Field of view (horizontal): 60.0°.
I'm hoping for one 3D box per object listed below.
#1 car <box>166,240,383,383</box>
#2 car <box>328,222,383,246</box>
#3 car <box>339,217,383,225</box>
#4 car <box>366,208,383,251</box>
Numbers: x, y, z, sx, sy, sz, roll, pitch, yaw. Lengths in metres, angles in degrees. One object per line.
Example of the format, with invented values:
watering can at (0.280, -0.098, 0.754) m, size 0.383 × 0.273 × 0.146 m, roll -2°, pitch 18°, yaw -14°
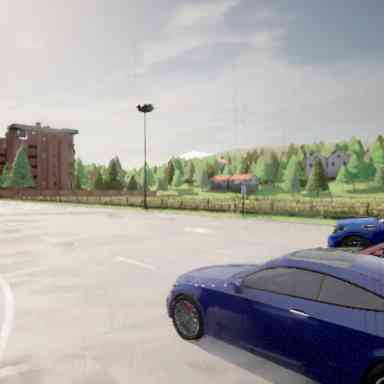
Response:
car at (1.625, 1.516, 4.474) m, size 1.812 × 1.442 × 4.674 m, roll 0°, pitch 0°, yaw -44°
car at (4.445, 1.549, 6.605) m, size 1.994 × 1.385 × 4.181 m, roll 0°, pitch 0°, yaw -44°
car at (6.780, 1.201, 9.228) m, size 2.150 × 2.045 × 5.566 m, roll 0°, pitch 0°, yaw -44°
car at (9.191, 1.451, 11.773) m, size 1.882 × 1.535 × 5.008 m, roll 0°, pitch 0°, yaw -44°
